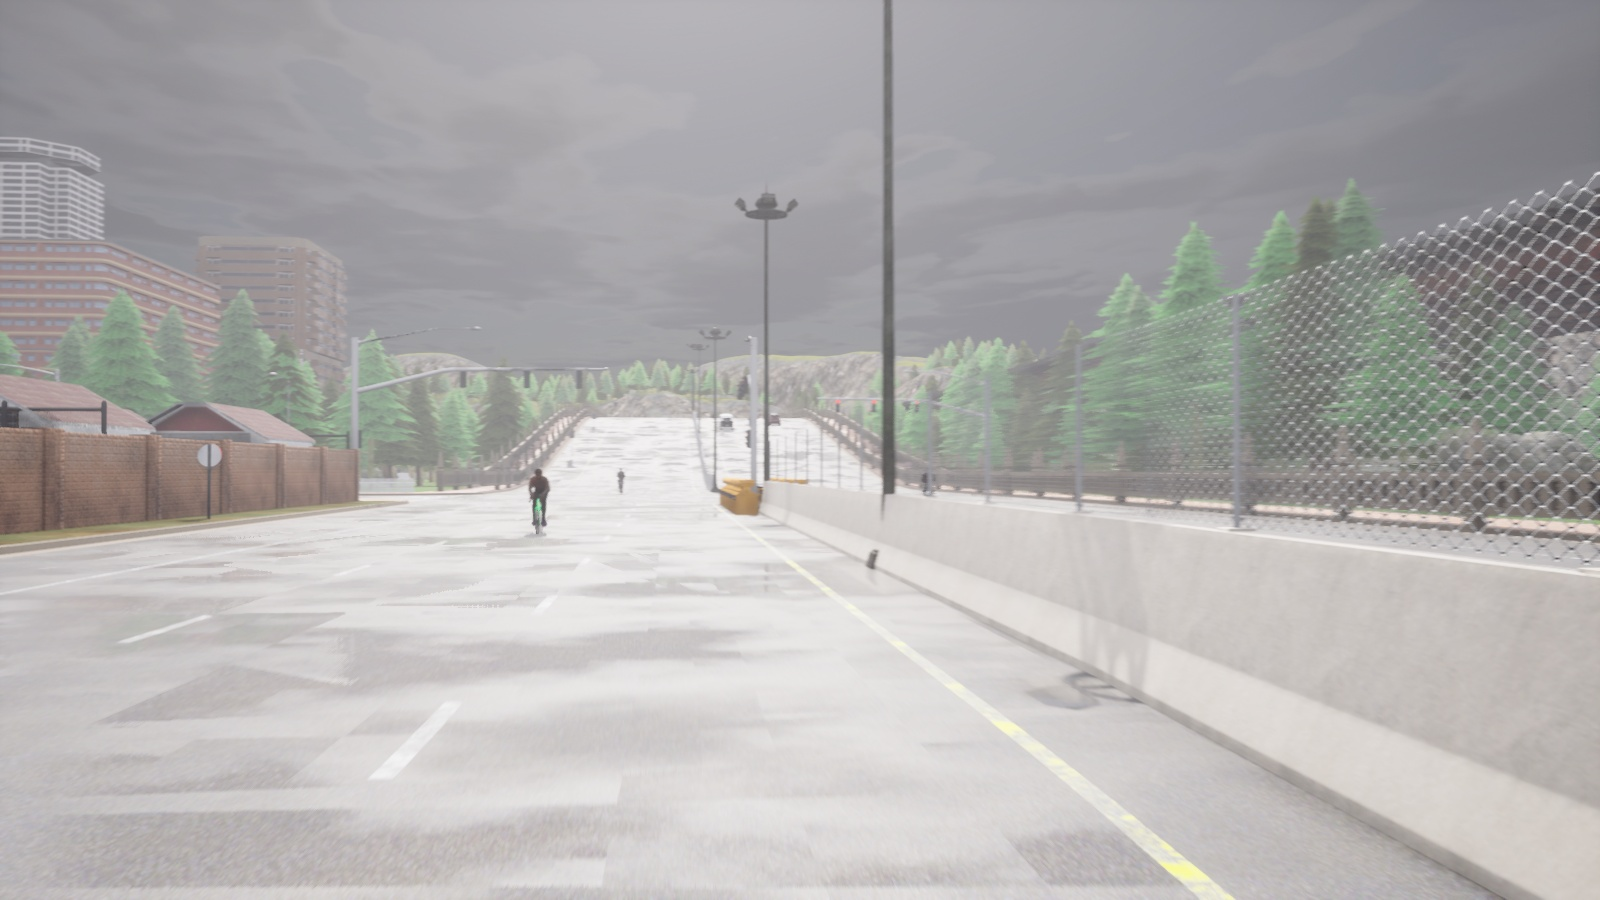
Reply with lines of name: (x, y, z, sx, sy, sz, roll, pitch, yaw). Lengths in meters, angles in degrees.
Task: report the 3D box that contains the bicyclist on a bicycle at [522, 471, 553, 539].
bicyclist on a bicycle: (-6.464, 1.338, 31.003, 0.582, 1.620, 1.656, 0, -1, -6)
